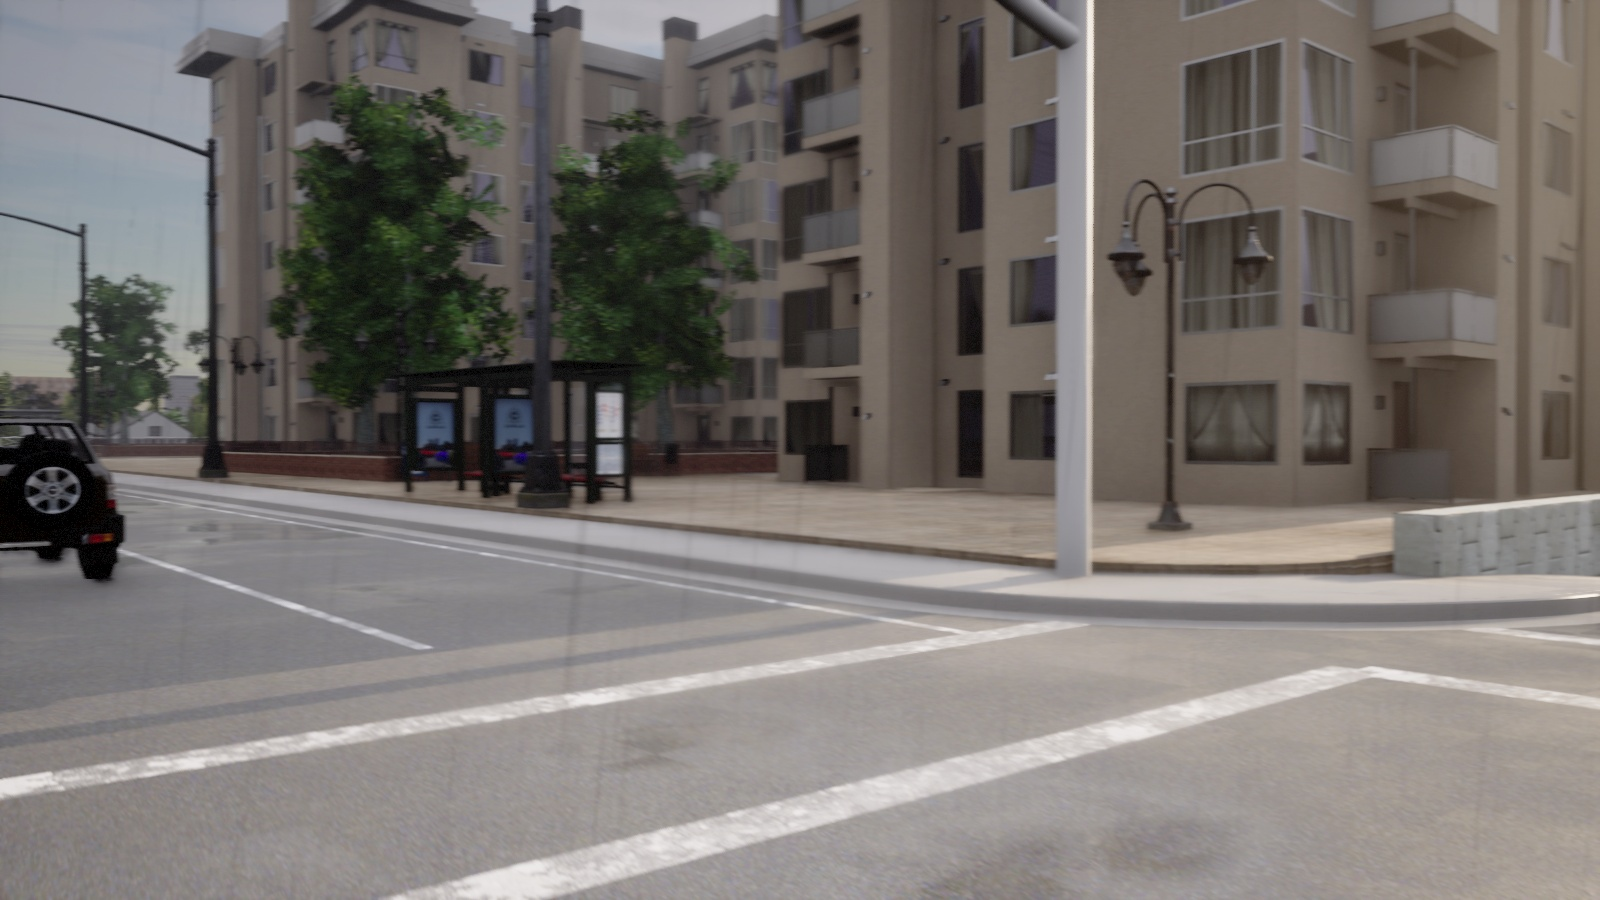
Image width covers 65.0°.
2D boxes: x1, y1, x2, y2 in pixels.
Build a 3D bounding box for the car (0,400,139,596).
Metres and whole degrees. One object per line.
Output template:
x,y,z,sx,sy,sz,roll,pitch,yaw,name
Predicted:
-8.862,0.430,13.809,1.932,1.855,4.605,0,1,-39,car
